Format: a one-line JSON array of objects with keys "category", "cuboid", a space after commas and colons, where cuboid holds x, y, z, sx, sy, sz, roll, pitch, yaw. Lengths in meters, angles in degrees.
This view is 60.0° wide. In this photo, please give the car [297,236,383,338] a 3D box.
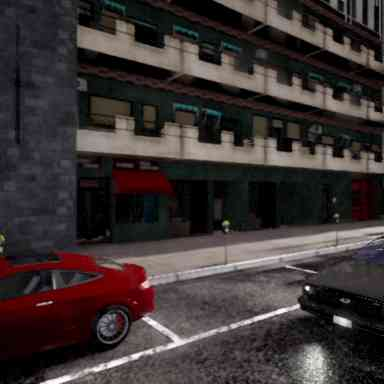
[{"category": "car", "cuboid": [4.429, 1.570, 6.545, 5.357, 1.411, 2.033, 0, 0, -36]}]

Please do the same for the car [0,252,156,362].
[{"category": "car", "cuboid": [-2.540, 1.584, 4.749, 4.206, 1.307, 1.802, 0, 0, -36]}]
